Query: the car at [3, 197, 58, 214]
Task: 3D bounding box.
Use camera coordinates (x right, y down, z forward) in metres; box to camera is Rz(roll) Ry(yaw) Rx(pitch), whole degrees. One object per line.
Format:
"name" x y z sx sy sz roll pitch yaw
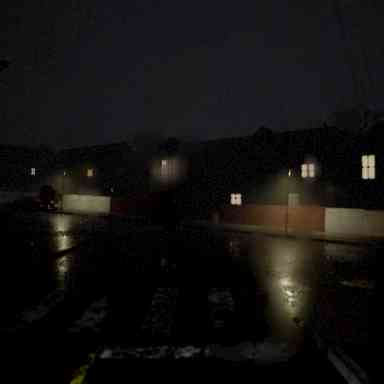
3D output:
"car" -13.701 1.089 28.186 5.357 1.411 2.033 2 0 32

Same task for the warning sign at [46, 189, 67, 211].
"warning sign" -12.271 0.723 30.082 1.060 1.860 1.300 -1 1 32
